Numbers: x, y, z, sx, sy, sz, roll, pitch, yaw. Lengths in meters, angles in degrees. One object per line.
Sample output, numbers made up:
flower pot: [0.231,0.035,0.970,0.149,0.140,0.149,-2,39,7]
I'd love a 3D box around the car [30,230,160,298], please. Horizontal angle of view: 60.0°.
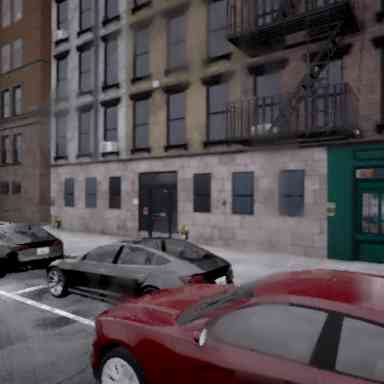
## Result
car: [-1.213,1.604,6.943,4.313,1.339,1.947,0,0,35]

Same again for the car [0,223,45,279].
car: [-5.662,1.601,10.025,4.313,1.339,1.947,0,0,35]

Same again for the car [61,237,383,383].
car: [1.144,1.505,3.106,5.008,1.535,1.882,0,0,35]
